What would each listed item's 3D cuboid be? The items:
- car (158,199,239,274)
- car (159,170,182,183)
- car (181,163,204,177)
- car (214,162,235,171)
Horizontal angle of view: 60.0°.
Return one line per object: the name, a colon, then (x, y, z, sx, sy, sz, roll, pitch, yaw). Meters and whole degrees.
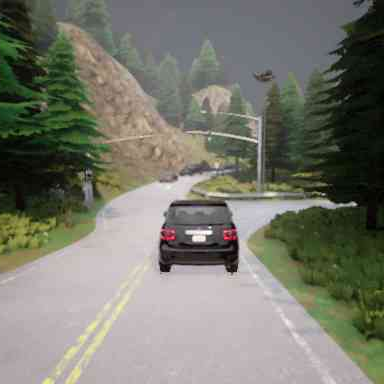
car: (0.196, 1.234, 10.764, 2.150, 2.045, 5.566, 0, 0, 1)
car: (-3.410, -2.138, 49.740, 1.994, 1.385, 4.181, 1, 9, 15)
car: (0.003, -3.891, 58.546, 2.150, 2.045, 5.566, 3, 10, 32)
car: (6.524, -5.113, 66.179, 4.553, 1.767, 2.097, -10, 10, -40)
